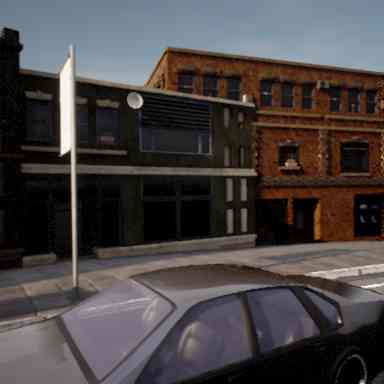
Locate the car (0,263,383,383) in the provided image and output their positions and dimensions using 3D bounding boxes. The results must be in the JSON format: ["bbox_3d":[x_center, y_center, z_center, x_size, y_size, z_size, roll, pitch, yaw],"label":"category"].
[{"bbox_3d":[0.015,1.554,3.426,5.357,1.411,2.033,0,0,-31],"label":"car"}]
